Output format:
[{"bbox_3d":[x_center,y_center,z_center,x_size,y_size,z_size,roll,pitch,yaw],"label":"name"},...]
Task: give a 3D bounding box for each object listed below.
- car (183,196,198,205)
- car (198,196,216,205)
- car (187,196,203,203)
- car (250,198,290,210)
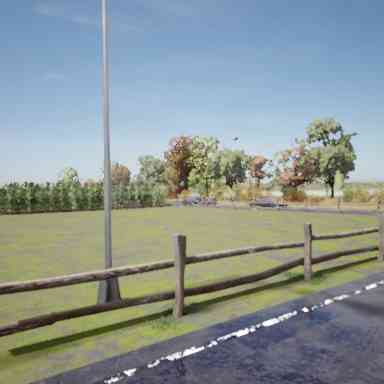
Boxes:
[{"bbox_3d":[-0.333,1.669,62.392,2.033,1.411,5.357,-1,0,-16],"label":"car"},{"bbox_3d":[3.170,1.565,61.202,1.812,1.442,4.674,-1,0,-17],"label":"car"},{"bbox_3d":[0.532,1.578,70.486,2.128,1.511,4.902,-1,0,-15],"label":"car"},{"bbox_3d":[9.750,1.444,41.986,2.033,1.411,5.357,-2,0,-34],"label":"car"}]
